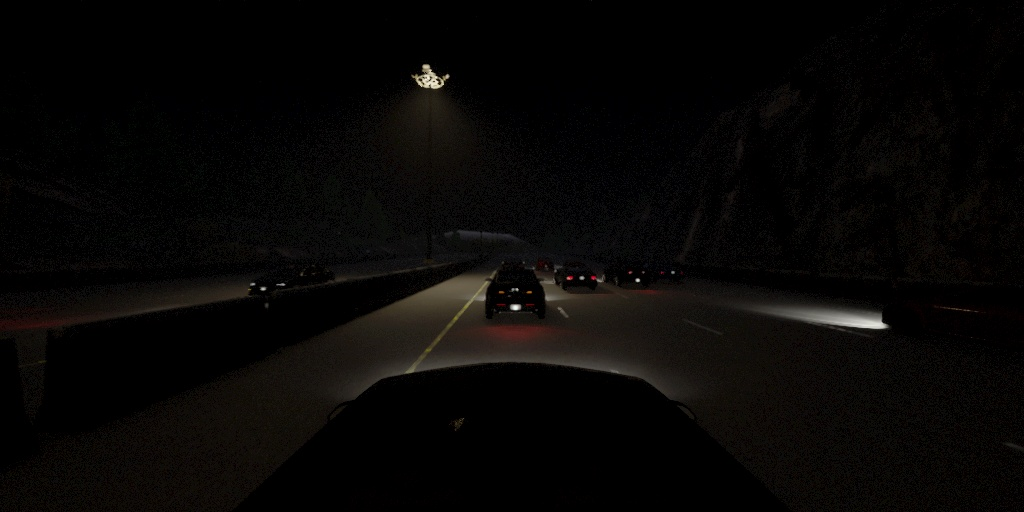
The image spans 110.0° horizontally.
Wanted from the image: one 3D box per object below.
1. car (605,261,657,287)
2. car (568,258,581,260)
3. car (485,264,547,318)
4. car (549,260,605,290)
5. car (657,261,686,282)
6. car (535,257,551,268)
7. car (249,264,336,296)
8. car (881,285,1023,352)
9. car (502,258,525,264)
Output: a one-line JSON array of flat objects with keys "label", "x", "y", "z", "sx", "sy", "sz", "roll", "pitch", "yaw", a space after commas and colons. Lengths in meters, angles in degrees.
[{"label": "car", "x": 7.111, "y": 1.095, "z": 22.671, "sx": 1.837, "sy": 1.490, "sz": 4.892, "roll": 0, "pitch": 1, "yaw": 0}, {"label": "car", "x": 7.121, "y": 0.914, "z": 41.397, "sx": 1.895, "sy": 1.301, "sz": 4.718, "roll": 0, "pitch": 1, "yaw": 0}, {"label": "car", "x": 0.105, "y": 1.191, "z": 12.653, "sx": 1.837, "sy": 1.490, "sz": 4.892, "roll": 0, "pitch": 1, "yaw": 0}, {"label": "car", "x": 3.610, "y": 1.156, "z": 21.019, "sx": 2.033, "sy": 1.411, "sz": 5.357, "roll": 0, "pitch": 1, "yaw": 0}, {"label": "car", "x": 10.613, "y": 1.098, "z": 26.140, "sx": 2.033, "sy": 1.411, "sz": 5.357, "roll": 0, "pitch": 1, "yaw": 0}, {"label": "car", "x": 3.621, "y": 0.854, "z": 40.476, "sx": 1.812, "sy": 1.442, "sz": 4.674, "roll": 0, "pitch": 1, "yaw": 0}, {"label": "car", "x": -10.513, "y": 1.147, "z": 17.603, "sx": 1.837, "sy": 1.490, "sz": 4.892, "roll": 0, "pitch": 0, "yaw": 1}, {"label": "car", "x": 10.602, "y": 1.288, "z": 7.544, "sx": 1.994, "sy": 1.385, "sz": 4.181, "roll": 0, "pitch": 0, "yaw": 0}, {"label": "car", "x": 0.116, "y": 0.946, "z": 31.812, "sx": 1.882, "sy": 1.535, "sz": 5.008, "roll": 0, "pitch": 1, "yaw": 0}]
